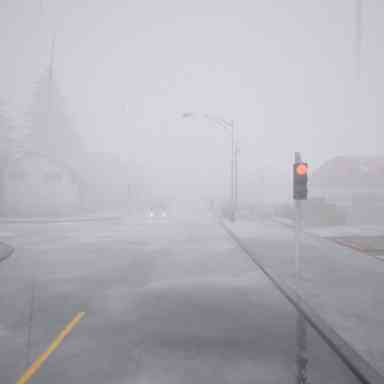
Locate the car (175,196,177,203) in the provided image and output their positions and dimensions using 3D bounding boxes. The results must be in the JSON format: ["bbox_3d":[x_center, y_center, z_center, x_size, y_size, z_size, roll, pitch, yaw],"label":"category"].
[{"bbox_3d":[-4.025,1.491,67.229,2.128,1.511,4.902,0,0,1],"label":"car"}]

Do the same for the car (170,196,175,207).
[{"bbox_3d":[-4.099,1.525,52.272,1.812,1.442,4.674,0,0,0],"label":"car"}]

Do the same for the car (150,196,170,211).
[{"bbox_3d":[-4.103,1.505,41.655,1.837,1.490,4.892,0,0,0],"label":"car"}]
